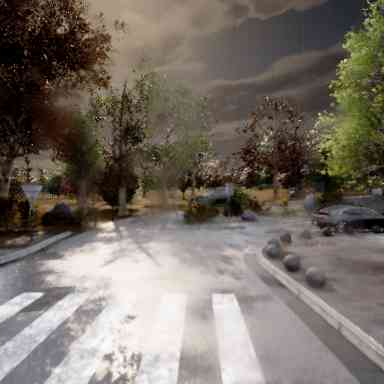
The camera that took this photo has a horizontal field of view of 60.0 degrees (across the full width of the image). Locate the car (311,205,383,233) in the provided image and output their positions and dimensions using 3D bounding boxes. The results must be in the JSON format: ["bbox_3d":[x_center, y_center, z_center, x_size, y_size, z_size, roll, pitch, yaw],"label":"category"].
[{"bbox_3d":[9.215,1.507,18.769,4.902,1.511,2.128,0,0,-10],"label":"car"}]

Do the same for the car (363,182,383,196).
[{"bbox_3d":[21.771,-0.405,37.583,4.674,1.442,1.812,-4,0,-1],"label":"car"}]

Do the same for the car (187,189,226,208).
[{"bbox_3d":[2.145,0.755,32.859,5.566,2.045,2.150,-4,2,-39],"label":"car"}]
